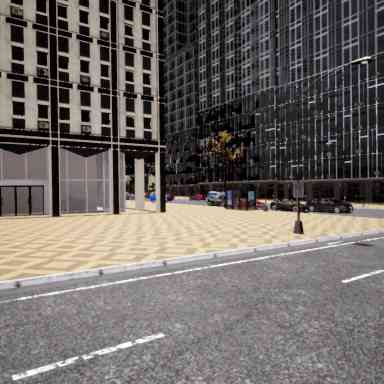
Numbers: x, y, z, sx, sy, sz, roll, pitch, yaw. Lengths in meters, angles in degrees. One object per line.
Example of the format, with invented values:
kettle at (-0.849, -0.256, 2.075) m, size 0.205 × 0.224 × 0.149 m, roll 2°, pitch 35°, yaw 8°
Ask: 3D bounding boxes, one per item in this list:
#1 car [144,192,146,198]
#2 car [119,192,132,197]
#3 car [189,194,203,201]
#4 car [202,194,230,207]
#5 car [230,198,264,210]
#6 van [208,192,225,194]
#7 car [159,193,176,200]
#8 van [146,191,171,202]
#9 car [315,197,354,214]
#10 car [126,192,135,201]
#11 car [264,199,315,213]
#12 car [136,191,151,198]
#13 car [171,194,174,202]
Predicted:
car at (-8.661, 0.615, 77.143) m, size 2.192 × 1.841 × 5.009 m, roll 0°, pitch 1°, yaw -35°
car at (-18.345, 0.688, 91.179) m, size 2.008 × 1.369 × 4.403 m, roll 0°, pitch 1°, yaw -35°
car at (1.023, 1.043, 63.112) m, size 1.802 × 1.307 × 4.206 m, roll 0°, pitch 1°, yaw -35°
car at (3.764, 1.319, 44.291) m, size 1.947 × 1.339 × 4.313 m, roll 0°, pitch 1°, yaw -35°
car at (6.944, 1.388, 39.581) m, size 1.802 × 1.307 × 4.206 m, roll 0°, pitch 1°, yaw -35°
van at (4.250, 0.855, 58.431) m, size 1.690 × 1.788 × 3.998 m, roll 0°, pitch 1°, yaw -35°
car at (-5.433, 0.936, 72.468) m, size 1.802 × 1.307 × 4.206 m, roll 0°, pitch 1°, yaw -35°
van at (-5.875, 0.937, 58.351) m, size 1.690 × 1.788 × 3.998 m, roll 0°, pitch 1°, yaw -35°
car at (14.020, 1.344, 34.070) m, size 1.837 × 1.490 × 4.892 m, roll -1°, pitch 1°, yaw -35°
car at (-12.331, 1.039, 67.710) m, size 2.008 × 1.369 × 4.403 m, roll 0°, pitch 1°, yaw -35°
car at (10.158, 1.424, 34.891) m, size 1.947 × 1.339 × 4.313 m, roll -1°, pitch 1°, yaw -35°
car at (-11.890, 0.686, 81.822) m, size 1.967 × 1.590 × 4.097 m, roll 0°, pitch 1°, yaw -35°
car at (-5.336, 1.127, 62.298) m, size 1.895 × 1.301 × 4.718 m, roll -1°, pitch 1°, yaw -35°
